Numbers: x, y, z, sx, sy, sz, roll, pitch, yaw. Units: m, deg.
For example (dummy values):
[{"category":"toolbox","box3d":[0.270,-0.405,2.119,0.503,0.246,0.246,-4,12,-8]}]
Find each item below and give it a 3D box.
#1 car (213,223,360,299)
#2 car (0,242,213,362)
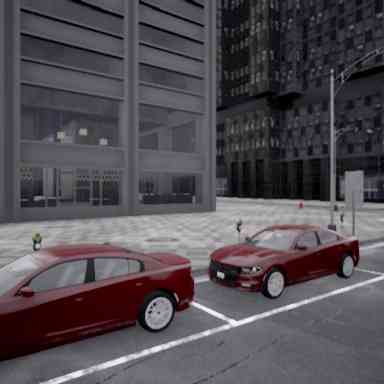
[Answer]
[{"category":"car","box3d":[2.441,1.520,8.404,4.507,1.381,1.887,0,0,-35]},{"category":"car","box3d":[-2.057,1.540,5.194,4.507,1.381,1.887,0,0,-35]}]
